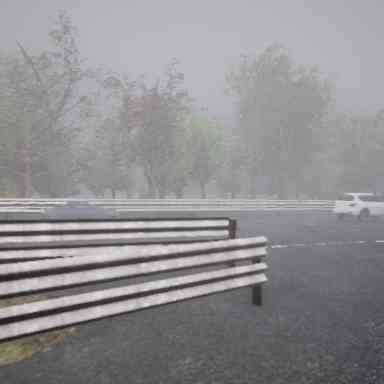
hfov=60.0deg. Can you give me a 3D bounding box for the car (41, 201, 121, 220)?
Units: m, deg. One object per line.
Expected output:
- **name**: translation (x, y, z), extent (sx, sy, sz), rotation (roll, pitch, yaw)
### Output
- **car**: translation (-5.989, 1.206, 18.203), extent (4.181, 1.385, 1.994), rotation (1, 0, -20)

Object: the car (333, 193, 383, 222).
- **car**: translation (13.470, 1.134, 25.395), extent (5.566, 2.045, 2.150), rotation (1, 0, -20)
